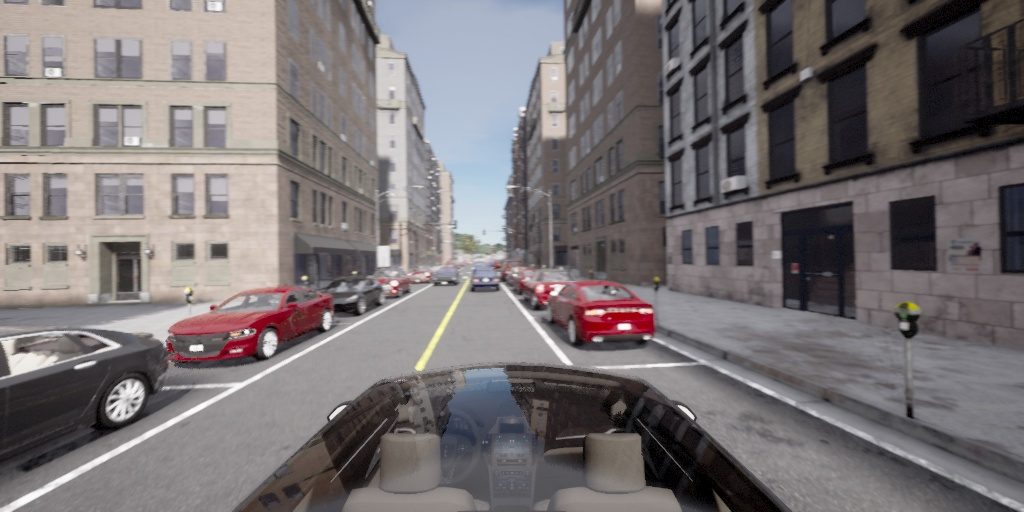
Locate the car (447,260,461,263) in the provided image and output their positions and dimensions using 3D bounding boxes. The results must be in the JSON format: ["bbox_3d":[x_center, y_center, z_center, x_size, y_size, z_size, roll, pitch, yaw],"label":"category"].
[{"bbox_3d":[-10.749,1.661,63.818,2.192,1.841,5.009,0,0,-5],"label":"car"}]

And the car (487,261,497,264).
[{"bbox_3d":[-2.718,1.488,33.972,1.882,1.535,5.008,-1,0,-5],"label":"car"}]

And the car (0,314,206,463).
[{"bbox_3d":[-5.417,1.406,3.082,2.007,1.370,4.403,0,0,-5],"label":"car"}]

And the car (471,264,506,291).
[{"bbox_3d":[-1.729,1.472,23.487,2.033,1.411,5.357,-1,0,-5],"label":"car"}]

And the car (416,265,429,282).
[{"bbox_3d":[-7.887,1.525,31.385,1.967,1.591,4.097,0,0,-5],"label":"car"}]

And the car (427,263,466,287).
[{"bbox_3d":[-5.044,1.562,28.307,2.033,1.411,5.357,-1,0,-5],"label":"car"}]

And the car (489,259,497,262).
[{"bbox_3d":[-2.184,1.478,59.043,2.192,1.841,5.009,0,0,-5],"label":"car"}]

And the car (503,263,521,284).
[{"bbox_3d":[0.600,1.452,26.424,2.007,1.370,4.403,0,0,-5],"label":"car"}]

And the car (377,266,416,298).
[{"bbox_3d":[-6.899,1.433,20.064,1.967,1.591,4.097,0,0,-5],"label":"car"}]

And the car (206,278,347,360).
[{"bbox_3d":[-5.911,1.447,8.743,1.888,1.381,4.507,0,0,-5],"label":"car"}]

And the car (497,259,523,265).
[{"bbox_3d":[0.106,1.262,32.085,2.192,1.841,5.009,0,0,-5],"label":"car"}]

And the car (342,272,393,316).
[{"bbox_3d":[-6.405,1.514,14.404,1.948,1.339,4.313,0,0,-5],"label":"car"}]

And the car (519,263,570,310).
[{"bbox_3d":[1.588,1.250,15.103,1.967,1.591,4.097,0,0,-5],"label":"car"}]

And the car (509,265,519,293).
[{"bbox_3d":[1.094,1.401,20.764,1.888,1.381,4.507,0,0,-5],"label":"car"}]

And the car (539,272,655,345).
[{"bbox_3d":[2.083,1.309,9.442,1.888,1.381,4.507,0,0,-5],"label":"car"}]
